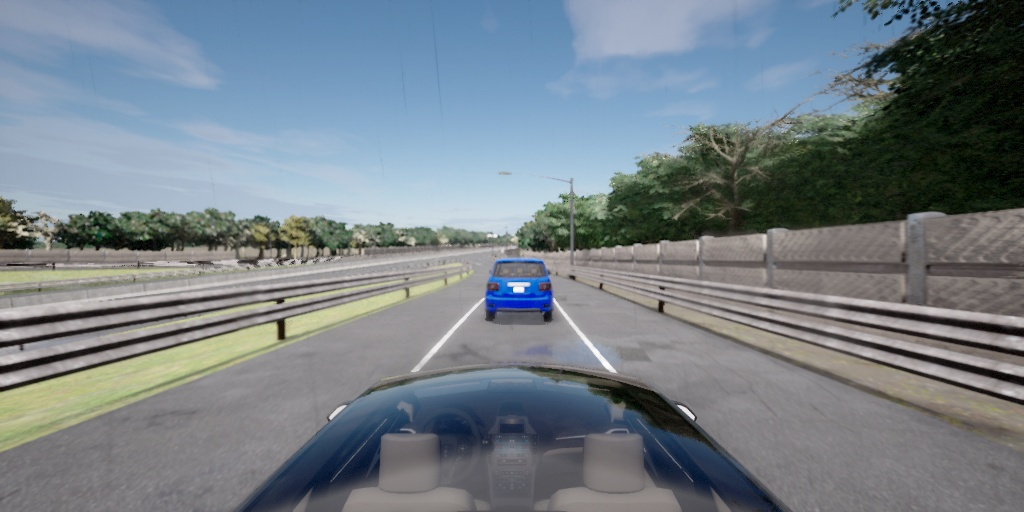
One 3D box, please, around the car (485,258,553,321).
[{"bbox_3d":[0.276,1.093,13.183,2.150,2.045,5.566,0,0,2],"label":"car"}]
